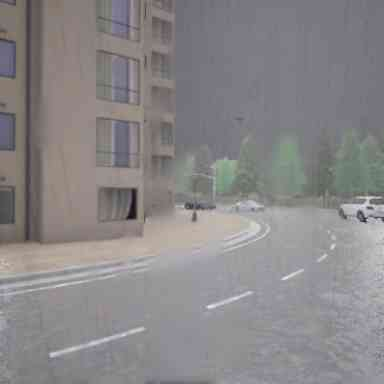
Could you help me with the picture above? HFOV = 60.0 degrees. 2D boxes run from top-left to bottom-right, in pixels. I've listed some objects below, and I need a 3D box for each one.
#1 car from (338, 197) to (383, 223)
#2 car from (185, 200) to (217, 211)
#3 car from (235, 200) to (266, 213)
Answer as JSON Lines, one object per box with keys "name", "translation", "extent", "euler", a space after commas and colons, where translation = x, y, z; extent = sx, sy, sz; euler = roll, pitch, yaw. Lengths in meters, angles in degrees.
{"name": "car", "translation": [14.214, 1.395, 27.495], "extent": [2.150, 2.045, 5.566], "euler": [1, 0, 0]}
{"name": "car", "translation": [1.070, 1.754, 43.984], "extent": [2.033, 1.411, 5.357], "euler": [0, 0, -33]}
{"name": "car", "translation": [7.078, 1.736, 40.739], "extent": [1.812, 1.442, 4.674], "euler": [1, 0, -28]}
